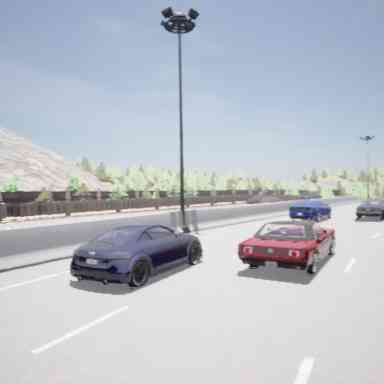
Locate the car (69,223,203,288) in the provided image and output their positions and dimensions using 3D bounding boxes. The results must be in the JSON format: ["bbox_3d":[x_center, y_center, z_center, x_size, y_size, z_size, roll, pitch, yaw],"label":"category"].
[{"bbox_3d":[-1.358,1.577,9.502,1.994,1.385,4.181,-1,0,29],"label":"car"}]

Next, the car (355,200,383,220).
[{"bbox_3d":[13.788,1.283,25.201,2.033,1.411,5.357,-1,0,37],"label":"car"}]

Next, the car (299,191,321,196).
[{"bbox_3d":[16.315,0.892,46.203,2.150,2.045,5.566,-1,0,37],"label":"car"}]

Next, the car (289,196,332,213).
[{"bbox_3d":[8.687,1.302,24.221,1.882,1.535,5.008,-1,0,37],"label":"car"}]

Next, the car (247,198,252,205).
[{"bbox_3d":[9.874,1.256,49.288,1.882,1.535,5.008,-1,0,37],"label":"car"}]

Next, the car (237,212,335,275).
[{"bbox_3d":[3.187,1.535,10.390,1.895,1.301,4.718,-1,0,32],"label":"car"}]

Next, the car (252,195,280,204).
[{"bbox_3d":[10.154,1.305,43.880,1.812,1.442,4.674,-1,0,37],"label":"car"}]
